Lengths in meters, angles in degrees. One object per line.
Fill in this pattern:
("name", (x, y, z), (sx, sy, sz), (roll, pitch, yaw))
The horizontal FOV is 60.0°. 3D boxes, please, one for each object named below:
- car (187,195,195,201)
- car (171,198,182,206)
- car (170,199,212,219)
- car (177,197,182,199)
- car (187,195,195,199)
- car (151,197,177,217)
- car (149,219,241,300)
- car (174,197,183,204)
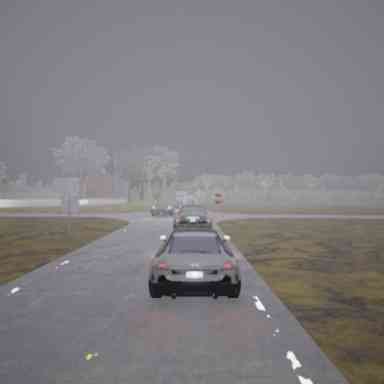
("car", (-0.201, 1.653, 91.016), (2.097, 1.767, 4.553), (0, 0, 0))
("car", (-2.908, 1.910, 63.135), (1.994, 1.385, 4.181), (0, 0, 0))
("car", (0.013, 1.471, 19.170), (2.097, 1.767, 4.553), (0, 0, -1))
("car", (-2.936, 1.847, 50.144), (1.994, 1.385, 4.181), (0, 0, 0))
("car", (-0.178, 1.969, 81.003), (1.994, 1.385, 4.181), (0, 0, 0))
("car", (-2.915, 1.529, 33.581), (2.097, 1.767, 4.553), (0, -1, 0))
("car", (0.075, 1.619, 8.594), (1.994, 1.385, 4.181), (0, 0, 1))
("car", (-2.912, 1.873, 73.797), (1.882, 1.535, 5.008), (0, 0, 0))
